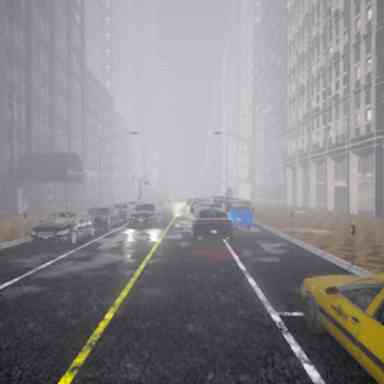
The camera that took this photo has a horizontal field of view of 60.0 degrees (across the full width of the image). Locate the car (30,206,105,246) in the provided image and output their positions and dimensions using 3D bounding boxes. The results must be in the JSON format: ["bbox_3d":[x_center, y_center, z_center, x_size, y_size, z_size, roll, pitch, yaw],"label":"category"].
[{"bbox_3d":[-5.697,1.544,15.120,2.008,1.369,4.403,-1,0,0],"label":"car"}]

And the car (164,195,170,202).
[{"bbox_3d":[-5.692,1.522,60.589,2.008,1.369,4.403,-1,0,0],"label":"car"}]

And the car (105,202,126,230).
[{"bbox_3d":[-5.696,1.557,20.804,1.947,1.339,4.313,-1,0,0],"label":"car"}]

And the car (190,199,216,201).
[{"bbox_3d":[0.902,1.514,26.150,1.812,1.442,4.674,0,0,0],"label":"car"}]

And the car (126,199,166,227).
[{"bbox_3d":[-3.097,1.495,22.627,1.837,1.490,4.892,0,0,0],"label":"car"}]

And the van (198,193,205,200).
[{"bbox_3d":[2.690,1.293,94.691,1.690,1.788,3.998,-1,0,0],"label":"van"}]

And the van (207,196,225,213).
[{"bbox_3d":[2.684,1.323,37.854,1.690,1.788,3.998,-1,0,0],"label":"van"}]

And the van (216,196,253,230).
[{"bbox_3d":[2.682,1.331,20.803,1.690,1.788,3.998,-1,0,0],"label":"van"}]

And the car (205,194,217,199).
[{"bbox_3d":[2.683,1.300,32.170,2.192,1.841,5.009,-1,0,0],"label":"car"}]

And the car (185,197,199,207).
[{"bbox_3d":[0.004,1.523,52.160,2.033,1.411,5.357,0,0,0],"label":"car"}]

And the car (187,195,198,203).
[{"bbox_3d":[0.006,1.448,67.160,2.128,1.511,4.902,0,0,0],"label":"car"}]

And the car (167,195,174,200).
[{"bbox_3d":[-5.689,1.481,88.838,1.752,1.417,4.829,-1,0,0],"label":"car"}]

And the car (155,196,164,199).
[{"bbox_3d":[-5.693,1.528,49.223,2.008,1.369,4.403,-1,0,0],"label":"car"}]

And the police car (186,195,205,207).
[{"bbox_3d":[0.770,1.409,32.284,1.930,1.638,5.238,0,0,2],"label":"police car"}]

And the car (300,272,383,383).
[{"bbox_3d":[2.682,1.523,3.922,1.752,1.417,4.829,-1,0,0],"label":"car"}]

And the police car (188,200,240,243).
[{"bbox_3d":[0.901,1.418,16.259,1.930,1.638,5.238,0,0,0],"label":"police car"}]

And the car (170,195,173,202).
[{"bbox_3d":[-5.691,1.547,71.957,1.802,1.307,4.206,-1,0,0],"label":"car"}]

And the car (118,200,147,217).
[{"bbox_3d":[-5.696,1.536,32.172,2.008,1.369,4.403,-1,0,0],"label":"car"}]

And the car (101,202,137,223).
[{"bbox_3d":[-5.696,1.533,26.488,1.887,1.381,4.507,-1,0,0],"label":"car"}]

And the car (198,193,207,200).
[{"bbox_3d":[2.689,1.271,89.008,2.192,1.841,5.009,-1,0,0],"label":"car"}]
